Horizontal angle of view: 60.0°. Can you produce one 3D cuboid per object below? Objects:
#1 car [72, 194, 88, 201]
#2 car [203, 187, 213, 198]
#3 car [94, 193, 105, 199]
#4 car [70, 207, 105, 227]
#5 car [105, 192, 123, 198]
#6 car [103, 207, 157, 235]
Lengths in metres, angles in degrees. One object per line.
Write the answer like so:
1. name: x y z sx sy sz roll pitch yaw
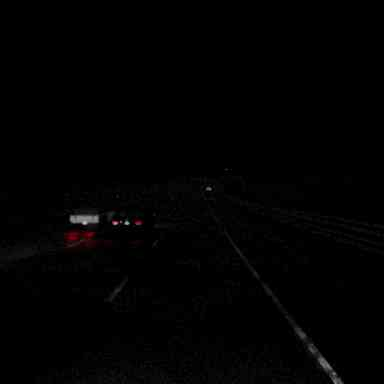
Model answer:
1. car: -22.622 1.117 66.956 1.994 1.385 4.181 0 2 3
2. car: 4.166 0.439 82.872 2.097 1.767 4.553 0 2 4
3. car: -18.947 0.958 69.896 1.837 1.490 4.892 0 2 3
4. car: -6.668 1.659 23.011 1.895 1.301 4.718 0 0 1
5. car: -15.556 0.897 67.902 2.097 1.767 4.553 0 2 3
6. car: -3.237 1.611 19.223 2.033 1.411 5.357 0 0 1
